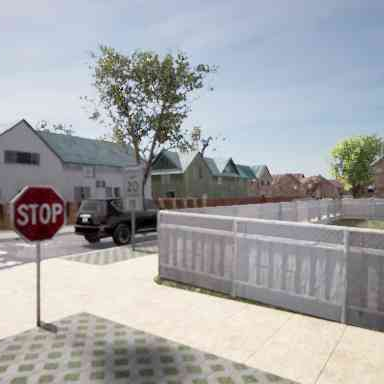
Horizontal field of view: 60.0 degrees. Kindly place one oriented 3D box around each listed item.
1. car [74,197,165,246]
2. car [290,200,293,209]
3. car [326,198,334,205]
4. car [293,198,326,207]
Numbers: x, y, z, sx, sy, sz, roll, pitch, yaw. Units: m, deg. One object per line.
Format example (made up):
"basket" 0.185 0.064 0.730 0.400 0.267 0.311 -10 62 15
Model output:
"car" -2.821 1.240 15.736 2.150 2.045 5.566 -1 -1 34
"car" 14.829 1.691 46.278 2.128 1.511 4.902 -1 -1 34
"car" 20.295 1.659 49.378 1.882 1.535 5.008 -1 -1 34
"car" 14.570 1.494 40.958 2.097 1.767 4.553 -1 -1 35
